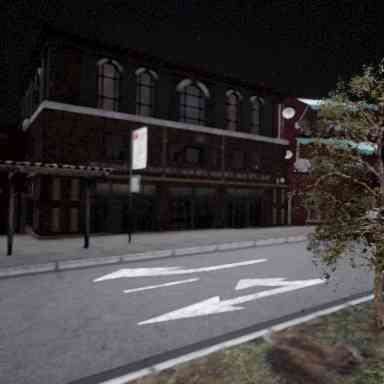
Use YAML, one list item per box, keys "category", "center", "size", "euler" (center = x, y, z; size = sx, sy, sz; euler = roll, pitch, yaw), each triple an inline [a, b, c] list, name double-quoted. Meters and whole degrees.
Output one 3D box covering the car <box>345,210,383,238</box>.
- category: "car"
  center: [9.715, 1.534, 16.625]
  size: [5.008, 1.535, 2.097]
  euler: [0, 0, -31]
